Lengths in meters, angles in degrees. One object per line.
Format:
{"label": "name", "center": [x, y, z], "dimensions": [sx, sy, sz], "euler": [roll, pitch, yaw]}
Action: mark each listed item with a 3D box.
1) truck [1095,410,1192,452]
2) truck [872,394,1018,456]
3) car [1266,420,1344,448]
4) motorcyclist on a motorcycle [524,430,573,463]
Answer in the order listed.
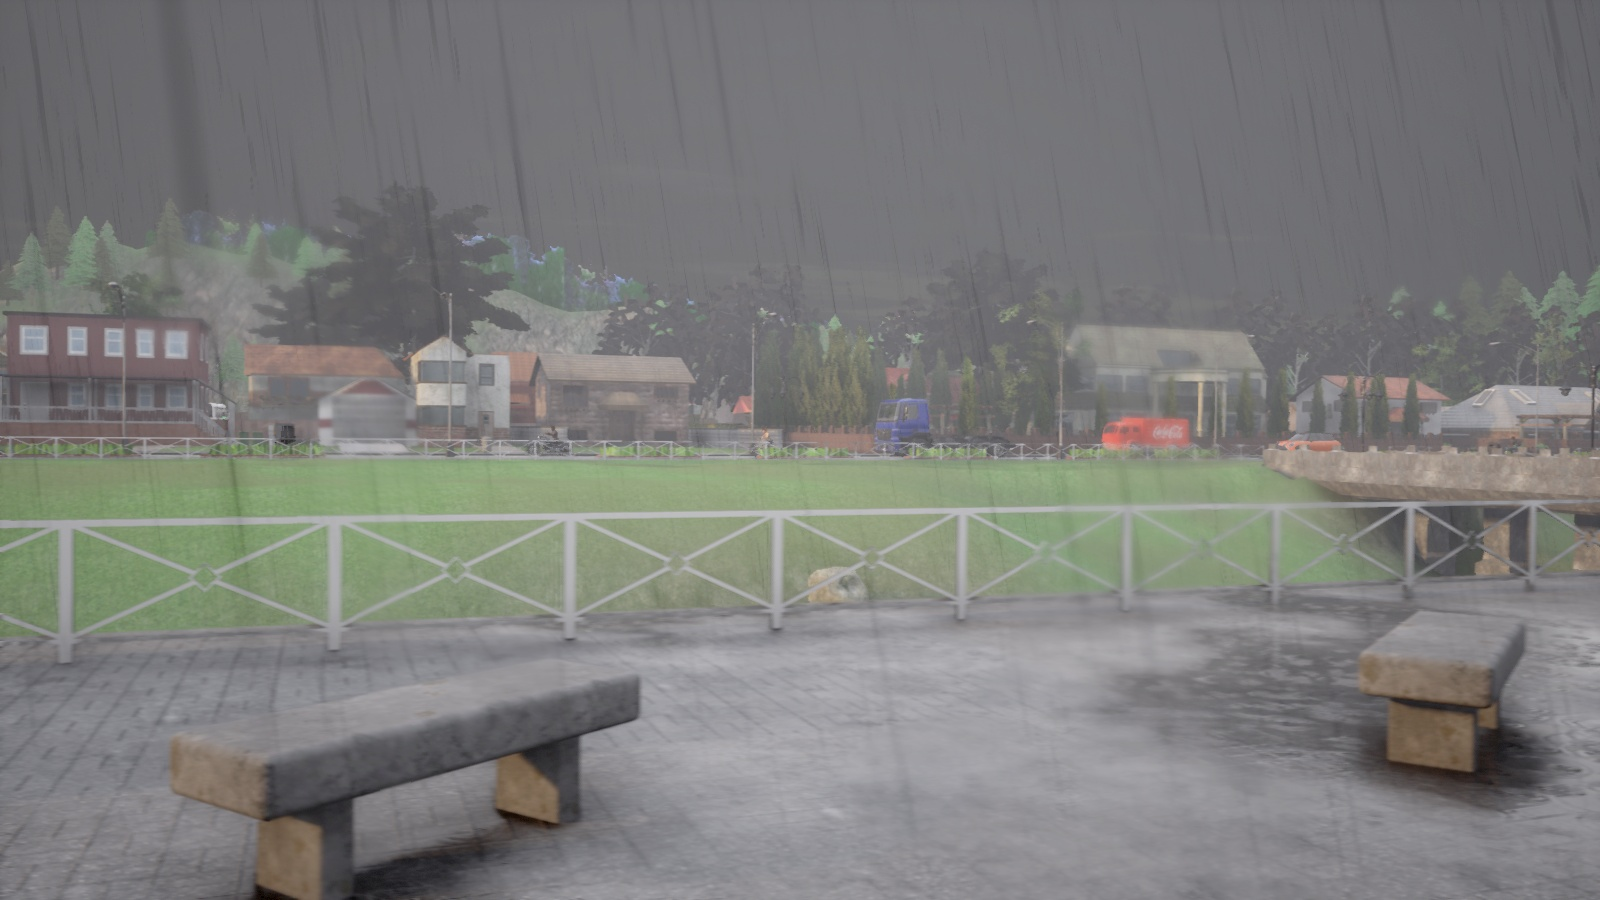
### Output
{"label": "truck", "center": [21.280, -1.185, 77.830], "dimensions": [5.204, 2.467, 2.627], "euler": [-1, 1, -21]}
{"label": "truck", "center": [8.420, -1.462, 72.944], "dimensions": [7.936, 3.462, 2.891], "euler": [-1, 1, -21]}
{"label": "car", "center": [33.098, -1.041, 82.318], "dimensions": [4.553, 1.767, 2.097], "euler": [-1, 1, -21]}
{"label": "motorcyclist on a motorcycle", "center": [-12.972, -0.166, 64.840], "dimensions": [2.350, 1.649, 0.766], "euler": [-1, 1, -21]}
